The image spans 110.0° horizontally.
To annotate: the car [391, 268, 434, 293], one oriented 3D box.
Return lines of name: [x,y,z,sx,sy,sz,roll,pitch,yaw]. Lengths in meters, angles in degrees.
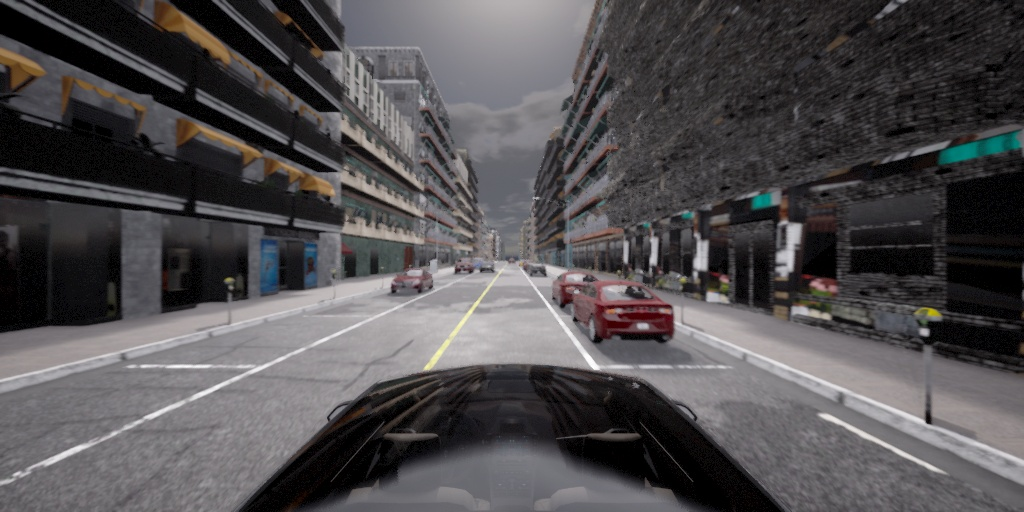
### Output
car: [-5.700,1.376,20.933,1.802,1.307,4.207,0,0,0]

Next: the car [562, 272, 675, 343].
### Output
car: [2.686,1.311,9.593,1.888,1.381,4.507,0,0,0]

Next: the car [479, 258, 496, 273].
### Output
car: [-3.106,1.358,45.501,1.837,1.490,4.892,0,0,0]

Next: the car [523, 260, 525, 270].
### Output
car: [2.669,1.401,43.567,2.007,1.370,4.403,0,0,0]

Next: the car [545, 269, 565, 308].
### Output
car: [2.684,1.325,15.255,1.888,1.381,4.507,0,0,0]

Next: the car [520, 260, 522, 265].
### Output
car: [2.662,1.320,54.890,1.967,1.591,4.097,0,0,0]

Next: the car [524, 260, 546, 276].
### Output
car: [2.671,1.386,37.905,2.007,1.370,4.403,0,0,0]

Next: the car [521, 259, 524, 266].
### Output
car: [2.666,1.409,49.230,1.888,1.381,4.507,0,0,0]

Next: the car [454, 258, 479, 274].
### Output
car: [-5.712,1.165,43.584,2.192,1.841,5.009,0,0,0]
